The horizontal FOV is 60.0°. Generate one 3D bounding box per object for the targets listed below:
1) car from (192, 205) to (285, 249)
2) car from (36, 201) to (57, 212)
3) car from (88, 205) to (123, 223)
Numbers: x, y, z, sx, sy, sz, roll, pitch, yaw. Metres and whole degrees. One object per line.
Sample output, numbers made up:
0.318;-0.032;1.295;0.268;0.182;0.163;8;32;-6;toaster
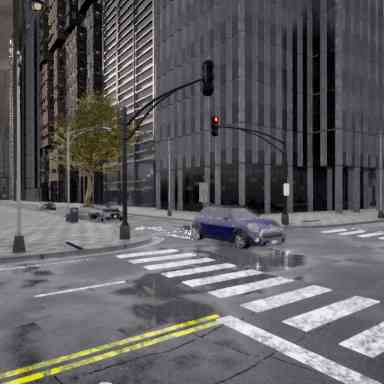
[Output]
1.959;1.412;15.031;2.097;1.767;4.553;0;0;-36;car
-20.359;1.992;46.429;1.994;1.385;4.181;0;-1;-35;car
-7.185;1.769;27.826;1.994;1.385;4.181;0;0;-35;car
